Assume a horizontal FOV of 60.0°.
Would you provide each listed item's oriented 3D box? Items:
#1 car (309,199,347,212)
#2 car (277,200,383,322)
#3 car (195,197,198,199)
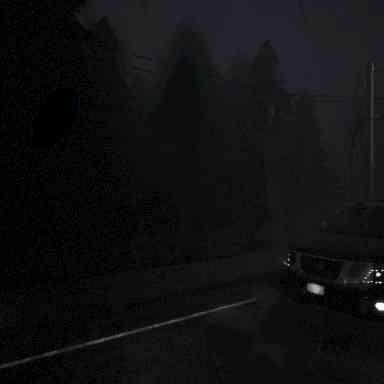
[{"bbox_3d":[16.487,1.563,40.541,1.994,1.385,4.181,0,0,-21],"label":"car"},{"bbox_3d":[4.246,1.221,7.038,5.566,2.045,2.150,0,0,-36],"label":"car"},{"bbox_3d":[-0.118,1.601,65.234,4.718,1.301,1.895,0,0,27],"label":"car"}]
